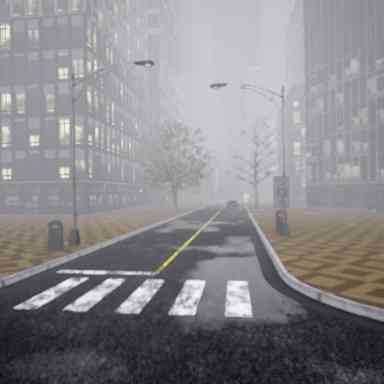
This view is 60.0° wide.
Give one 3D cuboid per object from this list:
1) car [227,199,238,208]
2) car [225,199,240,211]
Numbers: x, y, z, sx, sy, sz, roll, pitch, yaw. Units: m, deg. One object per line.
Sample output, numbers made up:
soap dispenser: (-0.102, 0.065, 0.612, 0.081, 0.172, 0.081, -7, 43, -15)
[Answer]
car: (6.794, 1.877, 55.500, 1.812, 1.442, 4.674, -1, 0, 8)
car: (5.472, 1.786, 45.174, 1.837, 1.490, 4.892, -1, -1, 8)
